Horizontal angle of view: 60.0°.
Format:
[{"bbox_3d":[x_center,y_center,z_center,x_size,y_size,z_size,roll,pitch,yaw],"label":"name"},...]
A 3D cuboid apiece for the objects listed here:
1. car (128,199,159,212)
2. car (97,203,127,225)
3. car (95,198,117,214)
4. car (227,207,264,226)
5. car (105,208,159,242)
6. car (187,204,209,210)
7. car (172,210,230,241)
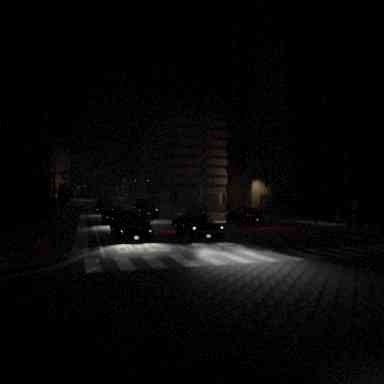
[{"bbox_3d":[-4.954,1.715,34.458,2.150,2.045,5.566,1,-1,-18],"label":"car"},{"bbox_3d":[-6.660,1.938,28.316,2.033,1.411,5.357,1,-1,-18],"label":"car"},{"bbox_3d":[-11.612,1.803,43.920,2.150,2.045,5.566,1,-1,-18],"label":"car"},{"bbox_3d":[4.443,2.013,28.282,1.812,1.442,4.674,1,-1,-17],"label":"car"},{"bbox_3d":[-3.455,1.819,18.401,2.033,1.411,5.357,1,-1,-18],"label":"car"},{"bbox_3d":[0.675,2.159,40.399,1.812,1.442,4.674,1,-1,-16],"label":"car"},{"bbox_3d":[0.250,1.910,18.701,1.895,1.301,4.718,1,-1,-15],"label":"car"}]
